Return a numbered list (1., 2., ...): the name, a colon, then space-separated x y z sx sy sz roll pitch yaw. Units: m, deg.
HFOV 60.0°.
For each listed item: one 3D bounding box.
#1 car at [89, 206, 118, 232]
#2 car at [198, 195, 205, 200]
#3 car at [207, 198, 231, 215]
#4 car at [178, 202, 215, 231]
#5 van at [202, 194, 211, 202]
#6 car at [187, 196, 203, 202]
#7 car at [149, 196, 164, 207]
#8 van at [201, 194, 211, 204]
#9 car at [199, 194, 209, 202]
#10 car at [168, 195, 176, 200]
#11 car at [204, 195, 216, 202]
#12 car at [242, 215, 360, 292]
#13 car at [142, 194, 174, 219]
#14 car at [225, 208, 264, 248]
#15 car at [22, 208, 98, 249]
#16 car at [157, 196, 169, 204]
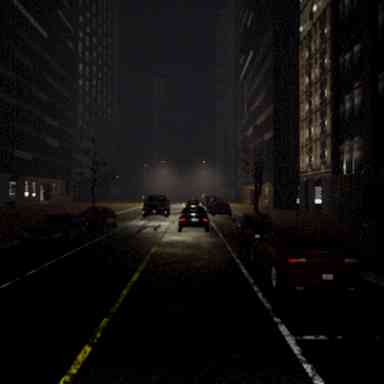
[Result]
1. car: -5.687 1.557 20.077 1.887 1.381 4.507 1 0 0
2. car: 2.674 1.556 93.625 1.752 1.417 4.829 1 0 0
3. car: 2.690 1.562 31.399 1.887 1.381 4.507 0 0 0
4. car: 0.097 1.560 20.573 2.033 1.411 5.357 0 0 0
5. van: 2.687 1.366 48.323 1.690 1.788 3.998 1 0 0
6. car: 0.088 1.570 43.874 2.033 1.411 5.357 0 0 0
7. car: -5.695 1.467 53.935 1.967 1.590 4.097 1 0 0
8. van: 2.684 1.369 65.248 1.690 1.788 3.998 1 0 0
9. car: 2.681 1.345 76.531 2.192 1.841 5.009 1 0 0
10. car: -5.707 1.582 93.434 2.008 1.369 4.403 1 0 0
11. car: 2.690 1.460 37.041 1.967 1.590 4.097 0 0 0
12. car: 2.696 1.551 8.833 1.887 1.381 4.507 0 0 0
13. car: -3.098 1.239 29.939 2.150 2.045 5.566 0 0 0
14. car: 2.694 1.592 14.475 1.802 1.307 4.206 0 0 0
15. car: -5.686 1.592 14.434 1.802 1.307 4.206 1 0 0
16. car: -5.699 1.579 65.220 2.008 1.369 4.403 1 0 0
